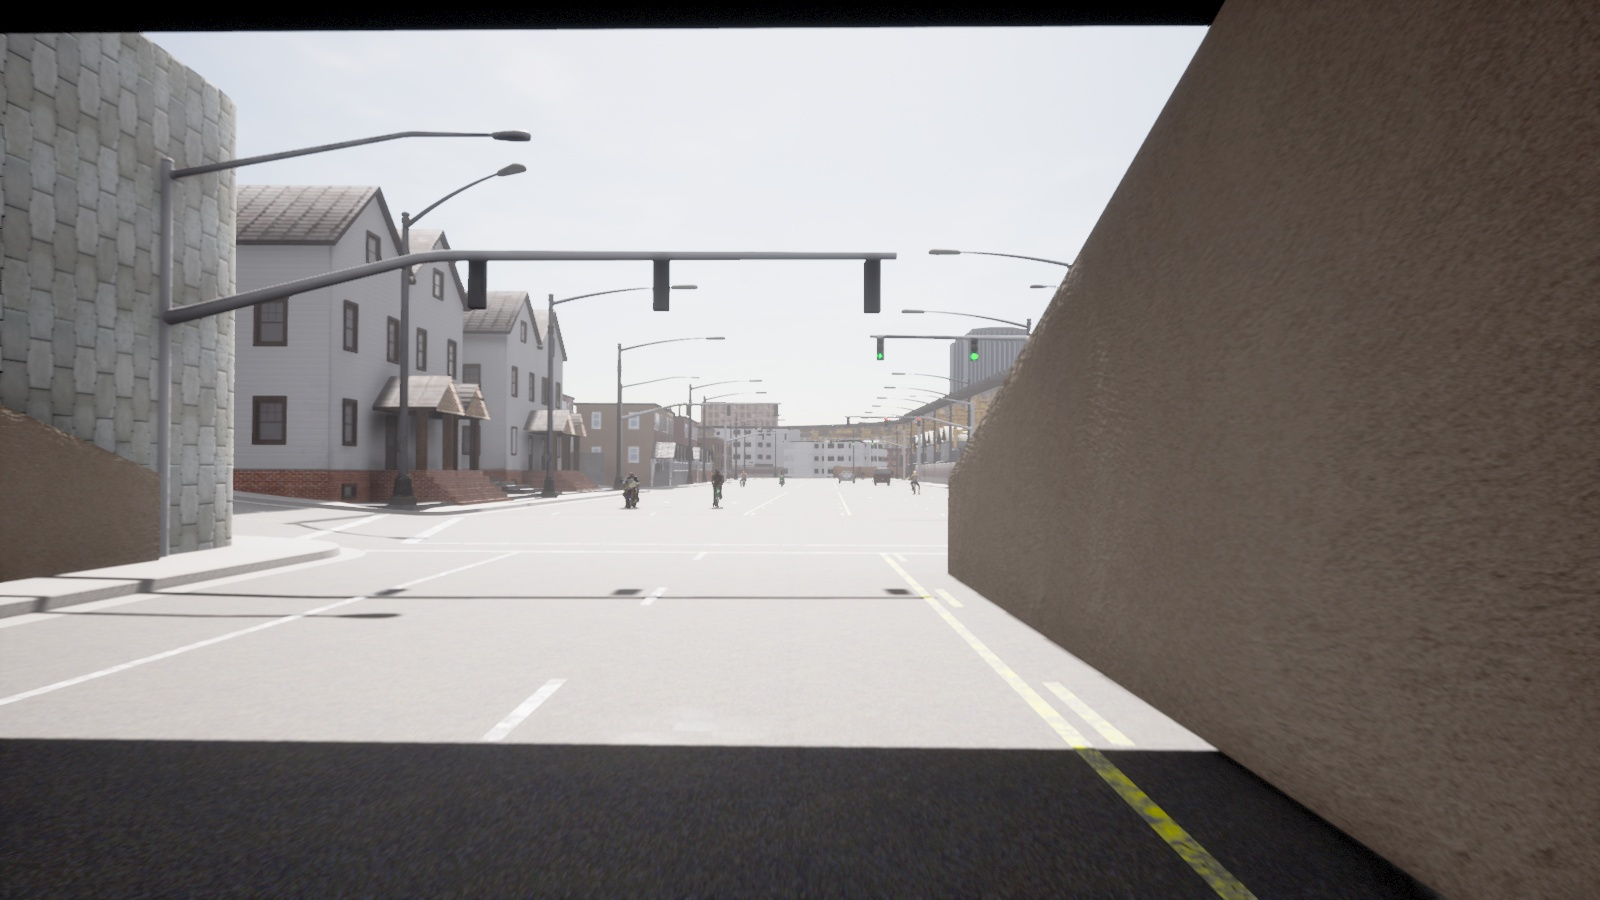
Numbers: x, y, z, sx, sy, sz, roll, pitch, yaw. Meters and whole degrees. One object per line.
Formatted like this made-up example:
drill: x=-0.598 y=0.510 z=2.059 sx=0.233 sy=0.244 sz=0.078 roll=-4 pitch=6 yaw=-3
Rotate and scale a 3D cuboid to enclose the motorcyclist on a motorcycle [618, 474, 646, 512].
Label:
motorcyclist on a motorcycle: x=-6.941 y=1.748 z=51.977 sx=0.866 sy=1.530 sz=2.191 roll=0 pitch=-1 yaw=0
